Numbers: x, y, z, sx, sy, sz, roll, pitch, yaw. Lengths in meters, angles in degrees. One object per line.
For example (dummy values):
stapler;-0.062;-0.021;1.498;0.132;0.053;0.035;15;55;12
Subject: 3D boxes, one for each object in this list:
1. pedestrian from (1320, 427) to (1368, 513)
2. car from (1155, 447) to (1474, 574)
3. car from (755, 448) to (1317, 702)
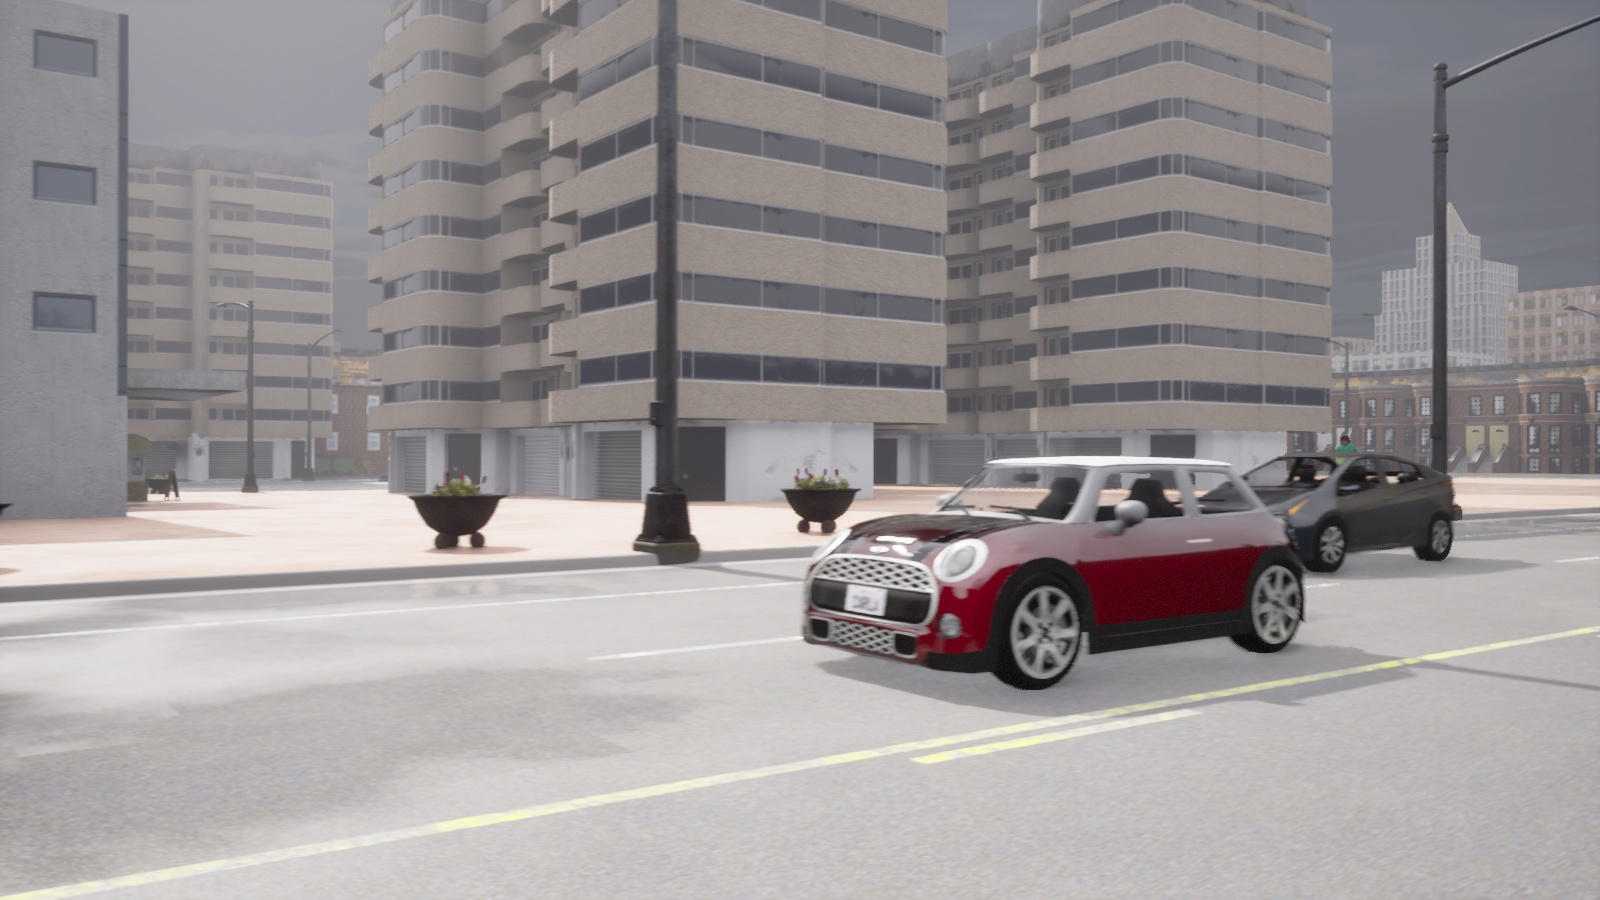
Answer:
pedestrian;12.491;0.453;28.822;0.873;1.952;0.659;0;0;-38
car;7.124;0.724;17.223;4.514;1.525;2.007;0;0;-37
car;1.803;0.731;9.216;3.806;1.475;1.970;0;0;-36
